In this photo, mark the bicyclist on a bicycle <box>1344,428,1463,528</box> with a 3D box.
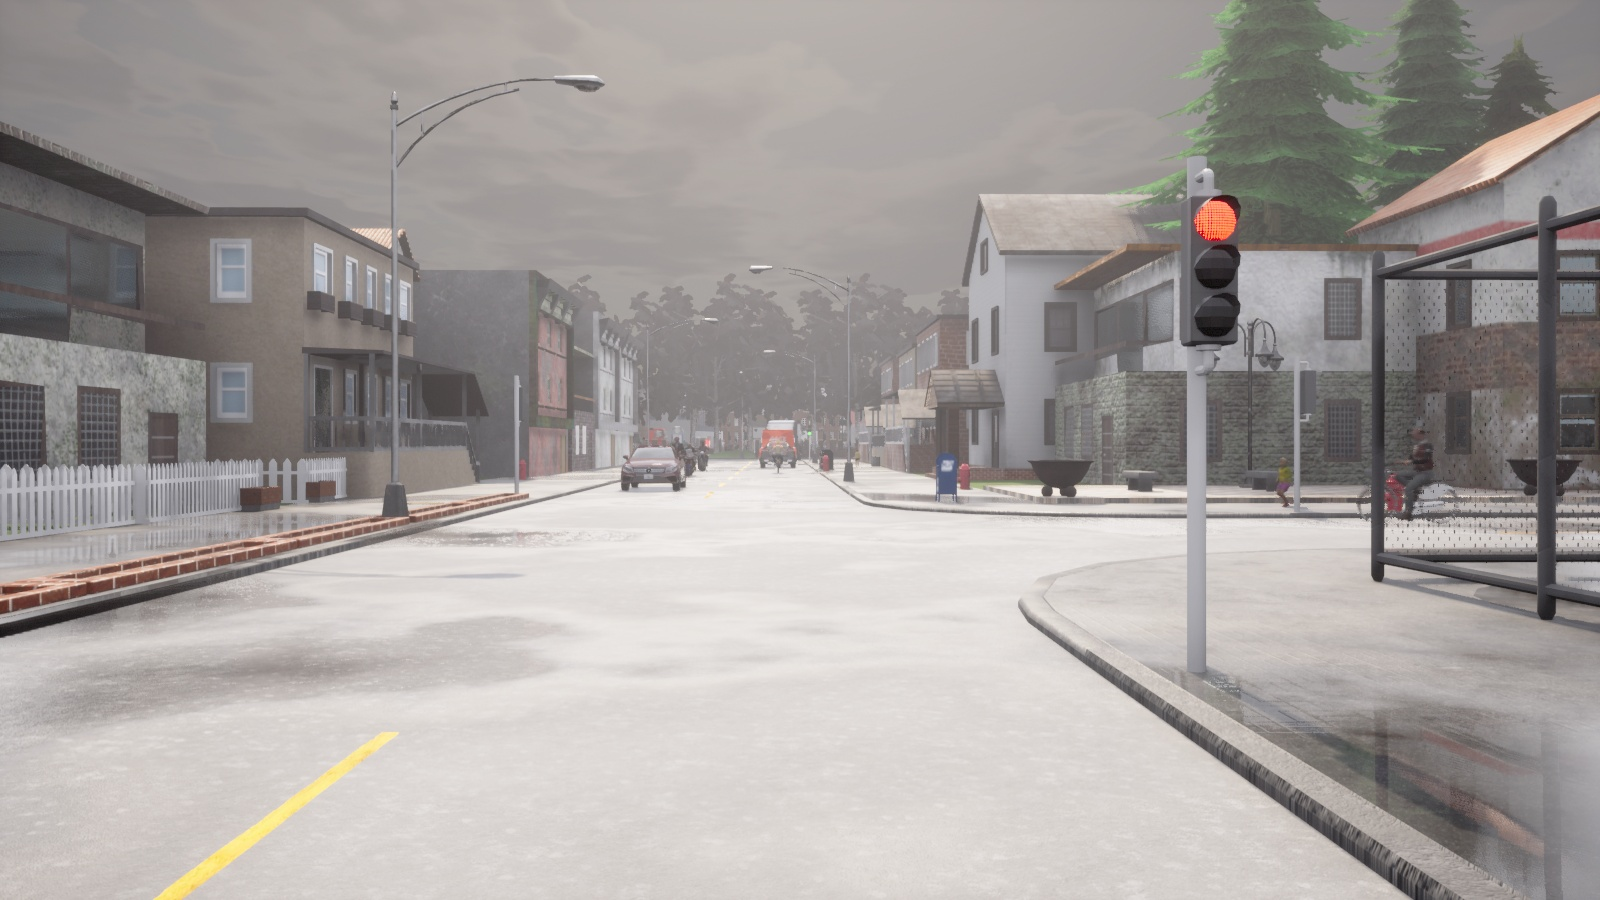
[{"bbox_3d":[10.941,0.497,22.788,1.843,1.776,0.659,0,0,-1],"label":"bicyclist on a bicycle"}]

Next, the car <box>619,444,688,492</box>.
[{"bbox_3d":[-4.706,0.538,40.827,1.812,1.442,4.674,0,0,-2],"label":"car"}]

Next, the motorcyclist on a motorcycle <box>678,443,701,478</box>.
[{"bbox_3d":[-4.981,0.458,56.584,0.866,1.530,2.191,0,0,-1],"label":"motorcyclist on a motorcycle"}]

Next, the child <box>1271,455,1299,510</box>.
[{"bbox_3d":[10.369,0.688,26.845,0.473,1.160,0.299,0,0,-14],"label":"child"}]

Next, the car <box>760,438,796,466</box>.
[{"bbox_3d":[-1.346,0.090,76.916,2.152,1.651,5.027,0,0,-1],"label":"car"}]

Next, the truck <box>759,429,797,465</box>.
[{"bbox_3d":[-1.553,-0.240,88.416,2.627,2.467,5.204,0,0,-1],"label":"truck"}]
